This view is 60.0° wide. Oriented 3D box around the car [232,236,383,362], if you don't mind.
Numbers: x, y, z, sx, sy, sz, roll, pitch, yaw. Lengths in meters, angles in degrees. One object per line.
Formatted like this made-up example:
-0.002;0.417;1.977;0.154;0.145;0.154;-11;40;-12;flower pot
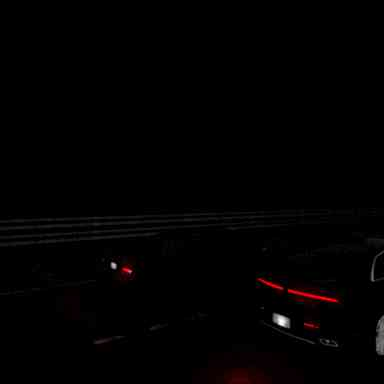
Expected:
3.220;1.571;6.048;4.892;1.490;1.837;1;0;-35;car

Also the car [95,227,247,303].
0.415;1.603;8.347;5.357;1.411;2.033;1;0;-35;car
